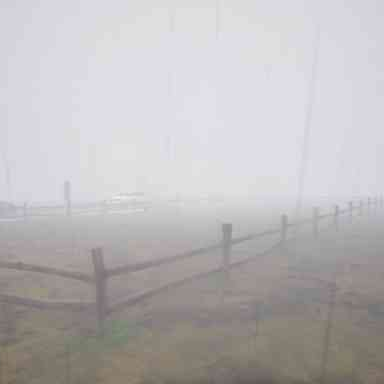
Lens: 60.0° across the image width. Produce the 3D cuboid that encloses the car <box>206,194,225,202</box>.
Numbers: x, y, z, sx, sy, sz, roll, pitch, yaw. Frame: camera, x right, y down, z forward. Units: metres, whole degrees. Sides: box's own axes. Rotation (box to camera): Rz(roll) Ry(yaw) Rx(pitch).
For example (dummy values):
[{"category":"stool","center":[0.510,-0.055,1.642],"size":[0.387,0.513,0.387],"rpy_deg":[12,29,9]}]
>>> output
[{"category":"car","center":[4.166,1.005,56.908],"size":[1.994,1.385,4.181],"rpy_deg":[1,1,36]}]

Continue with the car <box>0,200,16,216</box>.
[{"category":"car","center":[-17.213,1.365,27.465],"size":[1.837,1.490,4.892],"rpy_deg":[1,2,36]}]

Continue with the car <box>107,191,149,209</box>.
[{"category":"car","center":[-7.707,0.892,40.623],"size":[2.150,2.045,5.566],"rpy_deg":[1,1,36]}]
